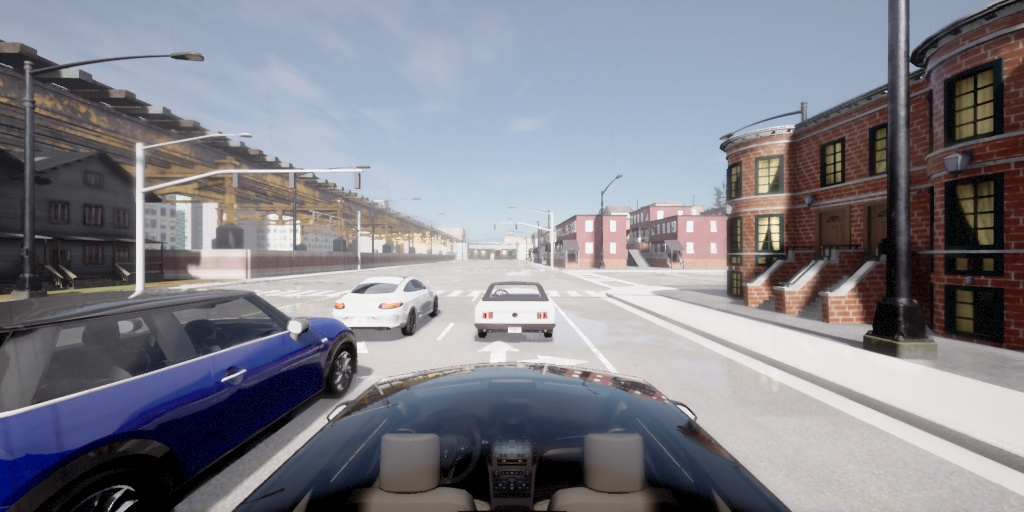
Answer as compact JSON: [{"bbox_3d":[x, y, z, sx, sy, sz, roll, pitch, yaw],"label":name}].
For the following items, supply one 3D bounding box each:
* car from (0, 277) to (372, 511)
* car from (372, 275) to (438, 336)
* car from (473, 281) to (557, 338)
[{"bbox_3d":[-3.399,1.102,3.648,2.097,1.767,4.553,0,0,0],"label":"car"},{"bbox_3d":[-3.398,1.276,10.292,1.812,1.442,4.674,0,0,0],"label":"car"},{"bbox_3d":[0.105,1.351,10.184,1.895,1.301,4.718,0,0,1],"label":"car"}]
